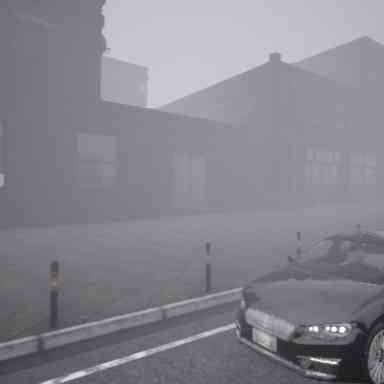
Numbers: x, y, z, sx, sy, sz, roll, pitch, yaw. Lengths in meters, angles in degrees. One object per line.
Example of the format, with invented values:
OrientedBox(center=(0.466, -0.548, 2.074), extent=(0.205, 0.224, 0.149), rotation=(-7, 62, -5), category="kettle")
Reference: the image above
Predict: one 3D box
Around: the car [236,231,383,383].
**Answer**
OrientedBox(center=(2.855, 1.453, 5.386), extent=(4.902, 1.511, 2.128), rotation=(-1, 1, -35), category="car")
